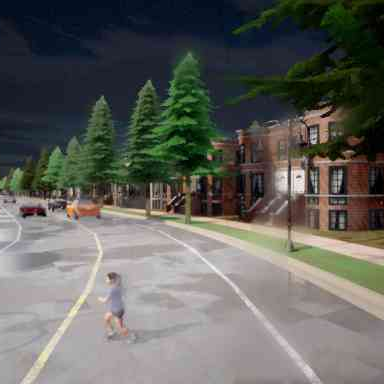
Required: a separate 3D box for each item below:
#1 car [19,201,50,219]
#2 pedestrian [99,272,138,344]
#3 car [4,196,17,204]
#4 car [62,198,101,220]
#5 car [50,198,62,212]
[{"bbox_3d":[-14.158,1.600,29.529,1.895,1.301,4.718,0,0,-31],"label":"car"},{"bbox_3d":[-1.105,1.674,4.943,0.500,1.100,0.500,0,0,-7],"label":"pedestrian"},{"bbox_3d":[-35.054,1.523,64.193,2.128,1.511,4.902,0,0,-31],"label":"car"},{"bbox_3d":[-9.453,1.351,28.705,2.097,1.767,4.553,0,0,-31],"label":"car"},{"bbox_3d":[-16.037,1.504,39.758,1.837,1.490,4.892,0,0,-31],"label":"car"}]
